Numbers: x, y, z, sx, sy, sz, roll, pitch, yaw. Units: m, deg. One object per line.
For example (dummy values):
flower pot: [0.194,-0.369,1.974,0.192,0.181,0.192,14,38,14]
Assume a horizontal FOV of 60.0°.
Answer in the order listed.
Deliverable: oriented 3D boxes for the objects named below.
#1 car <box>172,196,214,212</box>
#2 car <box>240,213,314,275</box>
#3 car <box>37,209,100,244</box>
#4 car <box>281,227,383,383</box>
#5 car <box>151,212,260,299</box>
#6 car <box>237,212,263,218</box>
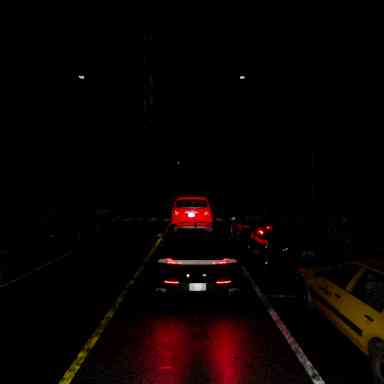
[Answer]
car: [0.061,1.214,18.749,2.150,2.045,5.566,0,0,2]
car: [2.863,1.562,10.228,1.947,1.339,4.313,-1,0,0]
car: [-5.685,1.539,15.808,1.887,1.381,4.507,-1,0,0]
car: [2.864,1.524,4.812,1.752,1.417,4.829,-1,0,0]
car: [0.096,1.489,8.400,2.128,1.511,4.902,0,0,0]
car: [2.861,1.576,15.814,1.802,1.307,4.206,-1,0,0]
